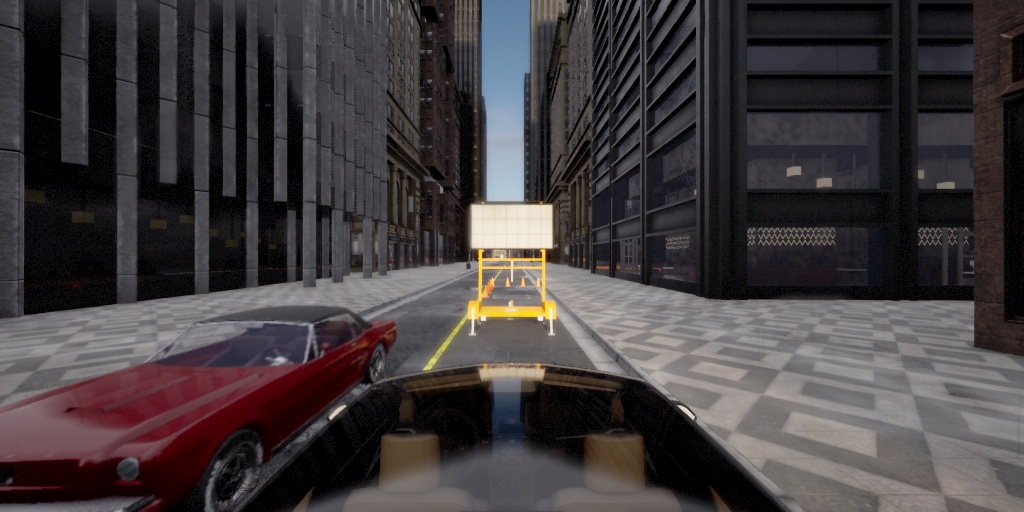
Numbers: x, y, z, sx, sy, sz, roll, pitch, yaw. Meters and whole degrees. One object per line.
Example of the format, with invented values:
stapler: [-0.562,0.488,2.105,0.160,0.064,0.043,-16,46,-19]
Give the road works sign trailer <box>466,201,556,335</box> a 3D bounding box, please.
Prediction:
road works sign trailer: [0.002,0.215,10.470,2.380,3.560,2.880,0,0,0]

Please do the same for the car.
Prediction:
car: [-2.998,1.351,4.269,1.895,1.301,4.718,0,0,0]
